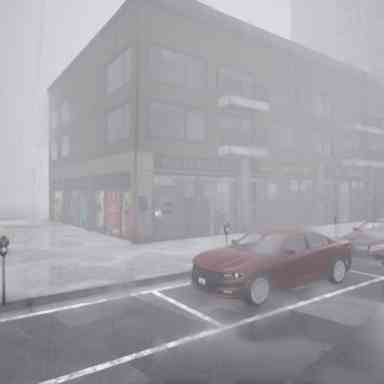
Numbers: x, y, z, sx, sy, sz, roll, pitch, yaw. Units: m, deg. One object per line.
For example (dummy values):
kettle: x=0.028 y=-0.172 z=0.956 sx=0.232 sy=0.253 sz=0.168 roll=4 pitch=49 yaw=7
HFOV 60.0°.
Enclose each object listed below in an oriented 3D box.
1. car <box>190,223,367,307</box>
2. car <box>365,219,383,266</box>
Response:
car: x=2.028 y=1.539 z=7.982 sx=4.507 sy=1.381 sz=1.887 roll=0 pitch=0 yaw=-36
car: x=6.525 y=1.571 z=11.192 sx=4.206 sy=1.307 sz=1.802 roll=0 pitch=0 yaw=-36
